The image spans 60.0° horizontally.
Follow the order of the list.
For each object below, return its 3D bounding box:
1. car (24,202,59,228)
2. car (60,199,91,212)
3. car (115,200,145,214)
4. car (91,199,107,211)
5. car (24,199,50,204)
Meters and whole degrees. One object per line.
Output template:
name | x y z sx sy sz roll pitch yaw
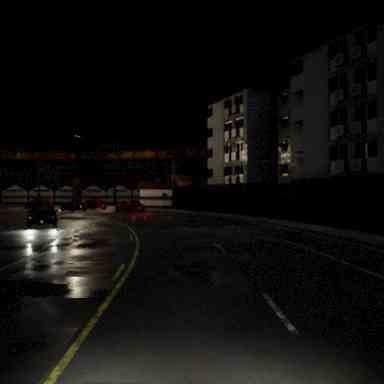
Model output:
car | -10.453 1.646 23.368 1.812 1.442 4.674 0 -1 -22
car | -15.044 1.778 42.199 1.994 1.385 4.181 0 0 -44
car | -7.292 1.673 38.722 1.882 1.535 5.008 0 0 -36
car | -13.640 1.709 45.788 5.008 1.535 1.882 0 0 42
car | -22.079 1.721 47.800 5.008 1.535 1.882 0 0 31
